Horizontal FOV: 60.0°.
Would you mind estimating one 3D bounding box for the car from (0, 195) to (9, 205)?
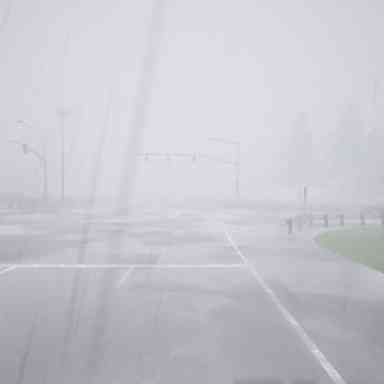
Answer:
[{"bbox_3d":[-31.658,1.280,53.265,2.128,1.511,4.902,0,0,0],"label":"car"}]

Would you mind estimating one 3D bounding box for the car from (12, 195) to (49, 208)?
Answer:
[{"bbox_3d":[-21.167,1.431,43.839,1.895,1.301,4.718,0,0,0],"label":"car"}]

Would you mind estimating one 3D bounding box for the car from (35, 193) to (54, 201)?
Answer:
[{"bbox_3d":[-31.678,1.063,71.596,2.097,1.767,4.553,0,0,0],"label":"car"}]

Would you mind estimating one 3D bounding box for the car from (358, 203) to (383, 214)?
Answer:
[{"bbox_3d":[17.364,1.386,29.346,4.902,1.511,2.128,0,0,8],"label":"car"}]

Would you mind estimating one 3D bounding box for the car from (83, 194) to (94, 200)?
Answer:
[{"bbox_3d":[-26.469,1.189,84.909,2.033,1.411,5.357,0,0,-10],"label":"car"}]

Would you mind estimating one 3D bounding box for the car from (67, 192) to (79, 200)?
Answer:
[{"bbox_3d":[-29.588,1.014,82.800,2.097,1.767,4.553,0,0,-10],"label":"car"}]

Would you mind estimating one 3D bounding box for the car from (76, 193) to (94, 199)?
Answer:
[{"bbox_3d":[-21.128,1.219,63.929,1.882,1.535,5.008,0,0,0],"label":"car"}]

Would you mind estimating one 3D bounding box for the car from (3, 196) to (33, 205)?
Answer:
[{"bbox_3d":[-28.158,1.333,54.012,2.033,1.411,5.357,0,0,0],"label":"car"}]

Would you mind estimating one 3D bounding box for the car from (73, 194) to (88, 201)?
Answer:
[{"bbox_3d":[-24.844,1.173,74.528,1.882,1.535,5.008,0,0,-3],"label":"car"}]

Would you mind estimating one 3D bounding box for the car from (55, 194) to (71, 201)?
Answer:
[{"bbox_3d":[-28.227,1.202,72.967,1.837,1.490,4.892,0,0,-3],"label":"car"}]

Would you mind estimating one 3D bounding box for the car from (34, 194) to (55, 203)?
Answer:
[{"bbox_3d":[-28.105,1.248,63.628,1.837,1.490,4.892,0,0,0],"label":"car"}]

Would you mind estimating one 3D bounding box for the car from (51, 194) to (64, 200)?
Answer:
[{"bbox_3d":[-32.916,1.188,81.615,2.128,1.511,4.902,0,0,-10],"label":"car"}]

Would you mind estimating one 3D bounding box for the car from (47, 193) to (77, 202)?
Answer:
[{"bbox_3d":[-21.171,1.331,54.397,2.033,1.411,5.357,0,0,0],"label":"car"}]

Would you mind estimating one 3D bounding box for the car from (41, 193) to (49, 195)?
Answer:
[{"bbox_3d":[-24.664,1.269,55.767,2.128,1.511,4.902,0,0,0],"label":"car"}]

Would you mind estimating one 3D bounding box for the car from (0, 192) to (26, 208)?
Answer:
[{"bbox_3d":[-24.668,1.044,45.433,2.150,2.045,5.566,0,0,0],"label":"car"}]

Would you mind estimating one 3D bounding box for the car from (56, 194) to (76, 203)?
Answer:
[{"bbox_3d":[-24.608,1.214,65.094,1.882,1.535,5.008,0,0,0],"label":"car"}]

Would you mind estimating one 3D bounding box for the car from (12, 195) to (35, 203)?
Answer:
[{"bbox_3d":[-31.603,1.343,62.526,1.895,1.301,4.718,0,0,0],"label":"car"}]

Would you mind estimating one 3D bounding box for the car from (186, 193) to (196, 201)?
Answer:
[{"bbox_3d":[-0.232,1.052,73.848,2.097,1.767,4.553,0,0,-3],"label":"car"}]

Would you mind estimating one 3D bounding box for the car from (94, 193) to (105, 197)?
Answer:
[{"bbox_3d":[-21.211,1.057,73.005,2.097,1.767,4.553,0,0,-3],"label":"car"}]
